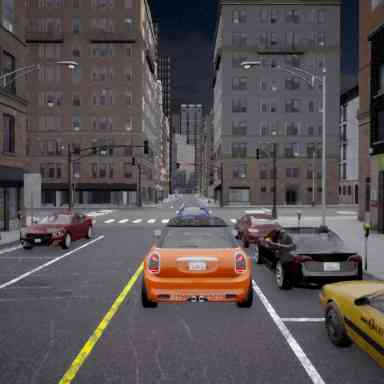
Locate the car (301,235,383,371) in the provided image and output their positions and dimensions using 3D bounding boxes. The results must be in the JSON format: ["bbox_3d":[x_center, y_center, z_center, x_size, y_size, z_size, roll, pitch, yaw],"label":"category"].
[{"bbox_3d":[2.866,1.524,3.484,1.752,1.417,4.829,-1,0,0],"label":"car"}]

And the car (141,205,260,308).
[{"bbox_3d":[0.097,1.350,8.097,2.097,1.767,4.553,0,0,0],"label":"car"}]

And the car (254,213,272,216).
[{"bbox_3d":[2.866,1.578,14.486,1.802,1.307,4.206,-1,0,0],"label":"car"}]

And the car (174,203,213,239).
[{"bbox_3d":[0.099,1.473,18.385,1.882,1.535,5.008,0,0,1],"label":"car"}]

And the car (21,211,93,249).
[{"bbox_3d":[-5.679,1.541,14.483,1.887,1.381,4.507,-1,0,0],"label":"car"}]

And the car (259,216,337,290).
[{"bbox_3d":[2.866,1.564,8.900,1.947,1.339,4.313,-1,0,0],"label":"car"}]
